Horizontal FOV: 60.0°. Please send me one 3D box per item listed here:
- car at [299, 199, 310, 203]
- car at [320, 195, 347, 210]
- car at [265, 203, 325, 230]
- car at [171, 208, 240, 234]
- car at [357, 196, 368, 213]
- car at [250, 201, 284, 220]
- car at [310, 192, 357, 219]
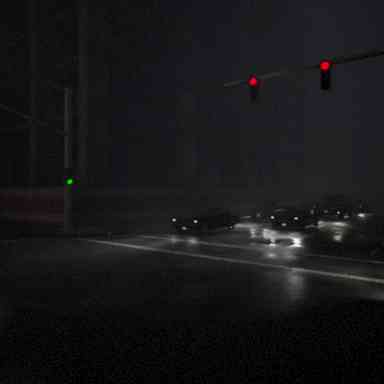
[{"bbox_3d":[12.122,1.487,34.536,2.128,1.511,4.902,0,0,36],"label":"car"},{"bbox_3d":[18.224,1.347,42.751,2.097,1.767,4.553,0,0,37],"label":"car"},{"bbox_3d":[6.683,1.598,21.276,1.895,1.301,4.718,0,0,36],"label":"car"},{"bbox_3d":[0.880,1.598,19.306,1.895,1.301,4.718,0,0,36],"label":"car"},{"bbox_3d":[18.376,1.521,37.089,1.812,1.442,4.674,0,0,37],"label":"car"},{"bbox_3d":[6.410,1.488,26.800,2.128,1.511,4.902,0,0,36],"label":"car"},{"bbox_3d":[12.485,1.218,29.131,2.150,2.045,5.566,0,0,37],"label":"car"}]
